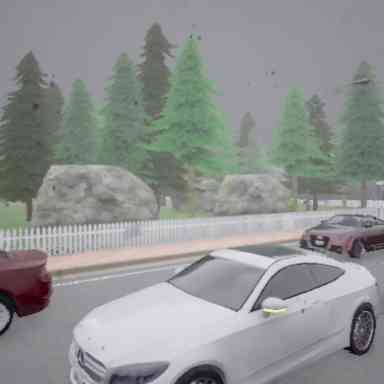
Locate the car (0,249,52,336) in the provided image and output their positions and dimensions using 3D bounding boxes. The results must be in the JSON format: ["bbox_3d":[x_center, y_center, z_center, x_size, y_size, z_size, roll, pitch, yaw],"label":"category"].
[{"bbox_3d":[-4.751,1.482,4.900,5.008,1.535,1.882,0,0,-35],"label":"car"}]

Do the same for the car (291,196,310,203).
[{"bbox_3d":[21.716,1.375,68.143,1.882,1.535,5.008,0,0,-34],"label":"car"}]

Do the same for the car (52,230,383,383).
[{"bbox_3d":[0.797,1.520,4.555,4.674,1.442,1.812,0,0,-35],"label":"car"}]

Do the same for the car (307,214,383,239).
[{"bbox_3d":[5.993,1.542,12.568,4.181,1.385,1.994,0,0,-35],"label":"car"}]
